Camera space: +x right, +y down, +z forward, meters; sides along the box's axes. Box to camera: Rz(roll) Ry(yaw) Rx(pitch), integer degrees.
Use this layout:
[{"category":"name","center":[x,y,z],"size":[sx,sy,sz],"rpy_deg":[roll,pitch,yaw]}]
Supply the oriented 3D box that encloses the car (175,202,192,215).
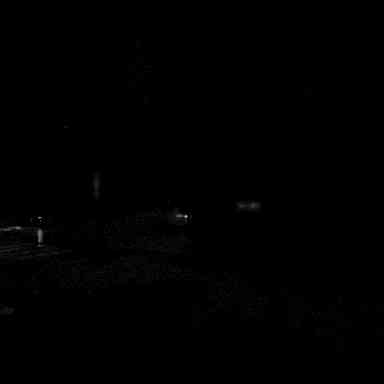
[{"category":"car","center":[0.330,1.870,39.186],"size":[2.033,1.411,5.357],"rpy_deg":[-1,-1,36]}]

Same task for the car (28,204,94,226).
[{"category":"car","center":[-9.811,1.716,25.209],"size":[1.837,1.490,4.892],"rpy_deg":[-1,-1,36]}]
